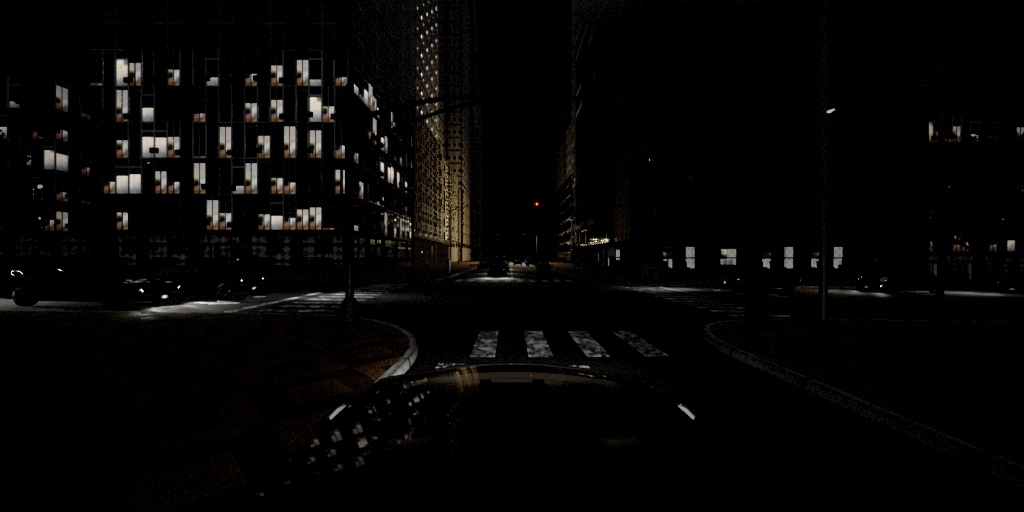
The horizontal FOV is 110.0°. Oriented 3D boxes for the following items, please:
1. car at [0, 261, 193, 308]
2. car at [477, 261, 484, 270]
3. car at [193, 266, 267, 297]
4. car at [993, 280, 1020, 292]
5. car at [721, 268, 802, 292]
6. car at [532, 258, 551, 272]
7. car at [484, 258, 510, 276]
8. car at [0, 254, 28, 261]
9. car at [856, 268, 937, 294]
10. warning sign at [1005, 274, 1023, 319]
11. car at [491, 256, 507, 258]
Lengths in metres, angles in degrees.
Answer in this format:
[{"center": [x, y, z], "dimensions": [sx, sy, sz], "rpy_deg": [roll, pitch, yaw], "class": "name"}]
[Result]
[{"center": [-15.289, 1.042, 13.042], "dimensions": [5.357, 1.411, 2.033], "rpy_deg": [1, 0, 0], "class": "car"}, {"center": [-3.990, 1.342, 51.056], "dimensions": [1.802, 1.307, 4.207], "rpy_deg": [0, 0, 0], "class": "car"}, {"center": [-14.010, 1.118, 16.322], "dimensions": [4.718, 1.301, 1.895], "rpy_deg": [1, 0, -3], "class": "car"}, {"center": [37.403, 2.046, 25.367], "dimensions": [4.718, 1.301, 1.895], "rpy_deg": [1, 0, -2], "class": "car"}, {"center": [16.902, 1.569, 24.442], "dimensions": [4.902, 1.511, 2.128], "rpy_deg": [1, 0, -3], "class": "car"}, {"center": [3.959, 1.329, 45.558], "dimensions": [1.948, 1.339, 4.313], "rpy_deg": [0, 0, 0], "class": "car"}, {"center": [-1.472, 1.244, 37.017], "dimensions": [1.882, 1.535, 5.008], "rpy_deg": [0, 0, 0], "class": "car"}, {"center": [-22.915, 0.706, 15.919], "dimensions": [4.553, 1.767, 2.097], "rpy_deg": [1, 0, -3], "class": "car"}, {"center": [26.748, 1.606, 24.889], "dimensions": [4.553, 1.767, 2.097], "rpy_deg": [1, 0, -3], "class": "car"}, {"center": [17.282, 1.204, 11.746], "dimensions": [1.060, 1.860, 1.300], "rpy_deg": [0, 0, -3], "class": "warning sign"}, {"center": [-1.498, 0.984, 47.198], "dimensions": [2.150, 2.045, 5.566], "rpy_deg": [0, 0, 1], "class": "car"}]
